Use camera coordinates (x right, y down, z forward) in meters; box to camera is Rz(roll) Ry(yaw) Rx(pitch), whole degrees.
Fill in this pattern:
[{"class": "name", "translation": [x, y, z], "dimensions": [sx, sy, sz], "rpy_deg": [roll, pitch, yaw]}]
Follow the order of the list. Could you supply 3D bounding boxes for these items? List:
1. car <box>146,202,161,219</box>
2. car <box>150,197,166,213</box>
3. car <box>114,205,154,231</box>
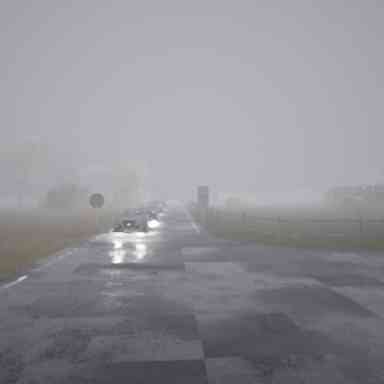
[{"class": "car", "translation": [-4.442, 1.966, 33.339], "dimensions": [1.895, 1.301, 4.718], "rpy_deg": [1, -1, -3]}, {"class": "car", "translation": [-5.002, 1.857, 44.574], "dimensions": [2.097, 1.767, 4.553], "rpy_deg": [1, -1, -3]}, {"class": "car", "translation": [-3.879, 1.793, 22.032], "dimensions": [1.994, 1.385, 4.181], "rpy_deg": [1, -1, -3]}]
